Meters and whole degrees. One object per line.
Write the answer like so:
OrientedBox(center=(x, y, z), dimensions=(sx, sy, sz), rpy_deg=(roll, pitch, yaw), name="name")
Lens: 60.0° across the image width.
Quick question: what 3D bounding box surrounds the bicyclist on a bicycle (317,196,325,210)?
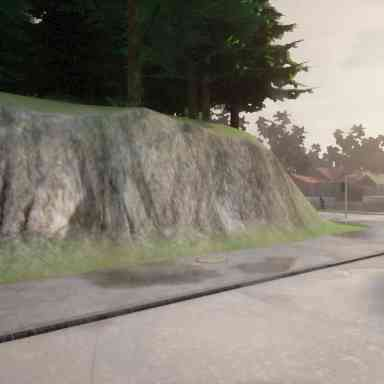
OrientedBox(center=(15.552, 1.348, 39.986), dimensions=(1.656, 1.620, 0.582), rpy_deg=(0, 0, -36), name="bicyclist on a bicycle")
